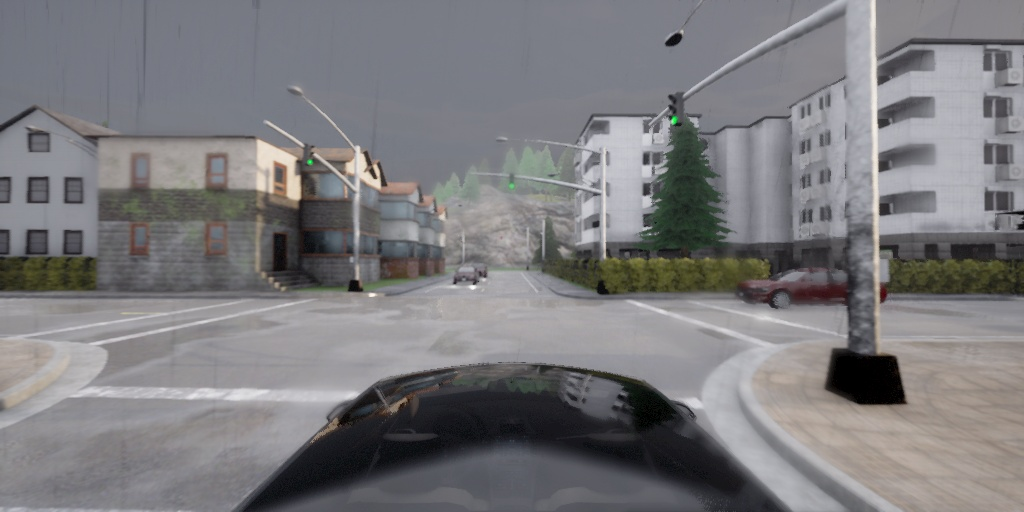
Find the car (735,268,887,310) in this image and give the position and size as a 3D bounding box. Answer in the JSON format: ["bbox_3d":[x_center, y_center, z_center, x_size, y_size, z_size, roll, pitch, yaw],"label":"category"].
[{"bbox_3d":[11.465,1.227,13.981,5.008,1.535,1.882,0,-1,1],"label":"car"}]

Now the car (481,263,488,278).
[{"bbox_3d":[-3.858,1.547,40.424,2.097,1.767,4.553,0,-1,0],"label":"car"}]

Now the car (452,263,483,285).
[{"bbox_3d":[-3.800,1.604,30.514,1.812,1.442,4.674,0,-1,0],"label":"car"}]
